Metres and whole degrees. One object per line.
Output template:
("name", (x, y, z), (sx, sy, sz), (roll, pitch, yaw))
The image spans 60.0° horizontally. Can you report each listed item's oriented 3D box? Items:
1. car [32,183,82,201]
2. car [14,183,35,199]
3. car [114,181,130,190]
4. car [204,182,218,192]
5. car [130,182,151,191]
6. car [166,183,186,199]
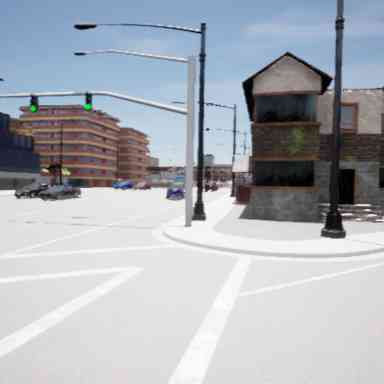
("car", (-13.038, 0.024, 33.255), (2.033, 1.411, 5.357), (1, 3, 12))
("car", (-16.307, -0.138, 34.683), (1.837, 1.490, 4.892), (1, 3, 12))
("car", (-11.529, -1.072, 56.717), (1.882, 1.535, 5.008), (1, 1, 12))
("car", (3.488, -0.994, 59.928), (2.097, 1.767, 4.553), (1, 1, 12))
("car", (-8.203, -0.930, 55.558), (1.812, 1.442, 4.674), (1, 2, 12))
("car", (-1.334, -0.233, 37.305), (2.097, 1.767, 4.553), (1, 3, 12))
